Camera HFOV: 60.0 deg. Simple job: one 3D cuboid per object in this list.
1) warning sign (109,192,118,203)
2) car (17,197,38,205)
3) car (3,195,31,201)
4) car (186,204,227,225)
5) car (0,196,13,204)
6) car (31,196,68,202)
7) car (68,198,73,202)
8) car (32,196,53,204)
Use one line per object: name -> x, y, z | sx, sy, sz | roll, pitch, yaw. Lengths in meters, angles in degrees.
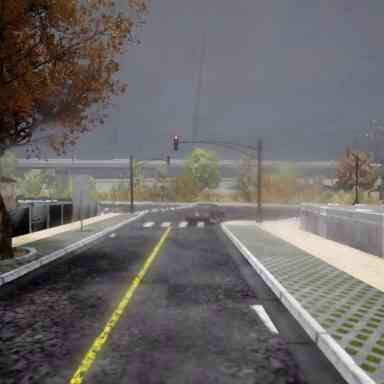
warning sign -> -14.246, 0.995, 60.260 | 1.060, 1.860, 1.300 | 2, 1, 36
car -> -32.660, 1.746, 66.085 | 4.674, 1.442, 1.812 | -1, 2, 36
car -> -32.050, 1.532, 61.615 | 5.566, 2.045, 2.150 | -1, 2, 36
car -> 1.134, 1.545, 23.837 | 2.033, 1.411, 5.357 | 0, 0, 18
car -> -40.872, 1.695, 72.047 | 4.892, 1.490, 1.837 | -1, 2, 36
car -> -21.355, 1.796, 49.723 | 4.902, 1.511, 2.128 | 0, 2, 36
car -> -19.152, 1.697, 52.141 | 4.892, 1.490, 1.837 | 0, 2, 36
car -> -30.859, 1.630, 68.791 | 4.674, 1.442, 1.812 | -1, 2, 36
